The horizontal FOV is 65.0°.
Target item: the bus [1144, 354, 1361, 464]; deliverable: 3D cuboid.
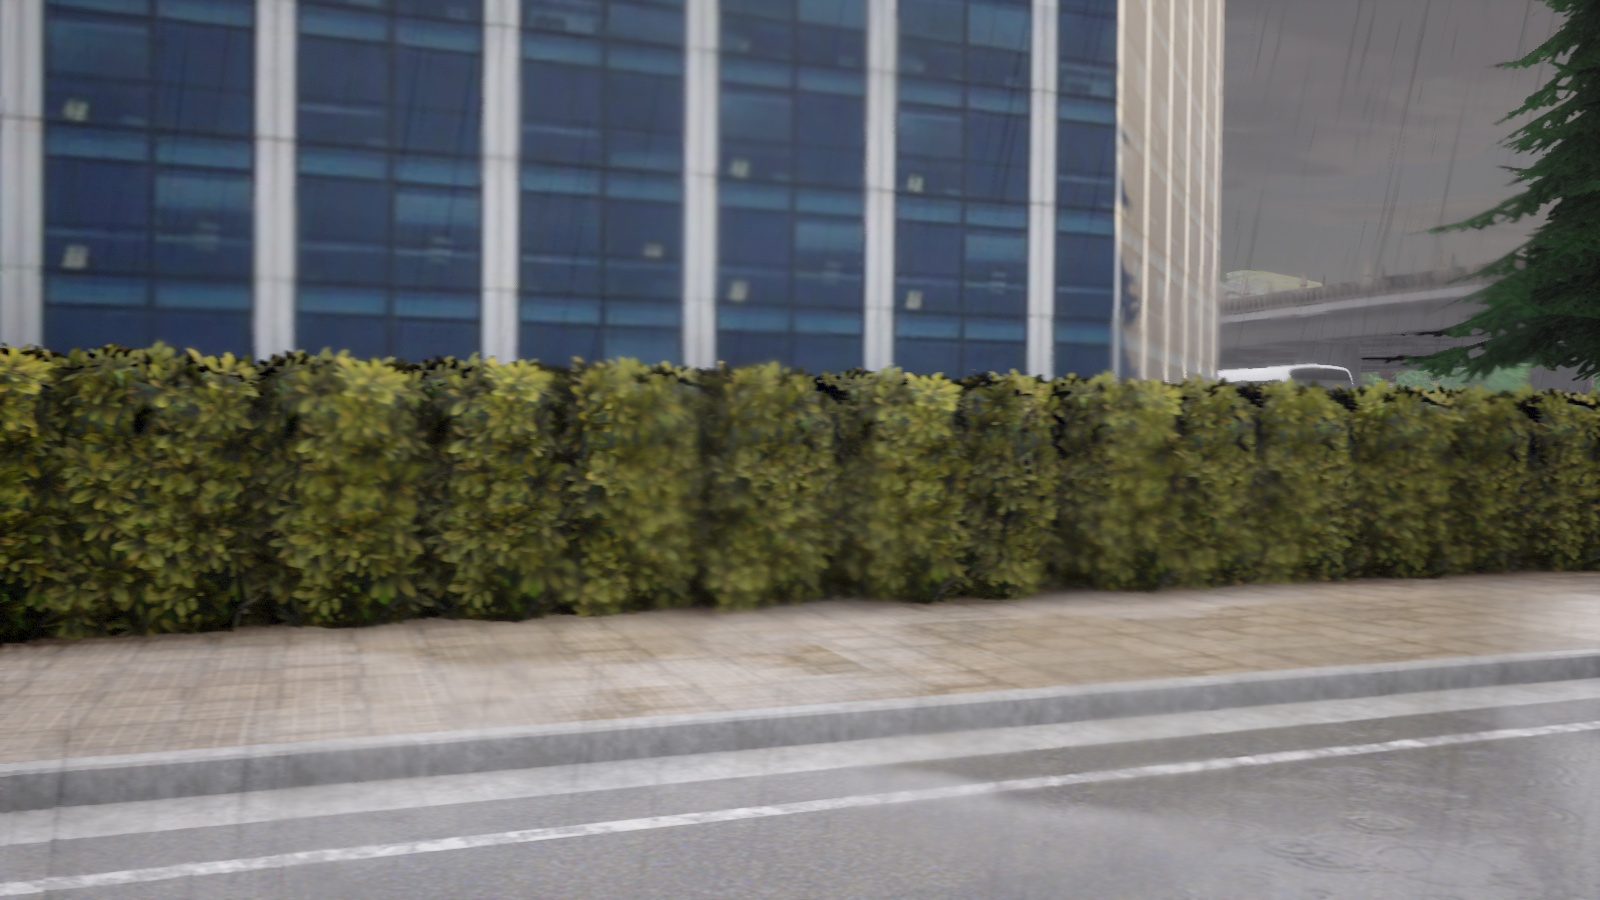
[{"bbox_3d":[19.099,-1.721,54.086,3.944,4.253,10.273,-1,1,-12],"label":"bus"}]
